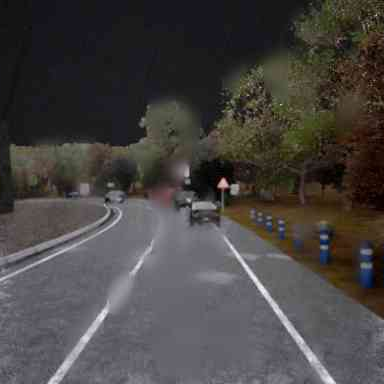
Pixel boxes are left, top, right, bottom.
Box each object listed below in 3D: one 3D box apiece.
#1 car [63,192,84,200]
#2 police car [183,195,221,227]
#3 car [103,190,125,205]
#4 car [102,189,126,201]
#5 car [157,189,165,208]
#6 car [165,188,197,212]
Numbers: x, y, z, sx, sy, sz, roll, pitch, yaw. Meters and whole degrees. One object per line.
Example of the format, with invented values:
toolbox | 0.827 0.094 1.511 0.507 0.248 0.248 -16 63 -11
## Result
car | -24.127 0.714 67.583 4.718 1.301 1.895 -2 4 37
police car | 0.645 1.276 21.814 1.930 1.638 5.238 0 2 -4
car | -10.731 0.903 45.793 2.128 1.511 4.902 -3 2 -28
car | -13.316 0.476 56.462 2.097 1.767 4.553 -5 3 -39
car | -2.529 0.616 38.065 2.150 2.045 5.566 -2 2 -18
car | -0.848 0.780 32.024 2.150 2.045 5.566 -2 2 -13
